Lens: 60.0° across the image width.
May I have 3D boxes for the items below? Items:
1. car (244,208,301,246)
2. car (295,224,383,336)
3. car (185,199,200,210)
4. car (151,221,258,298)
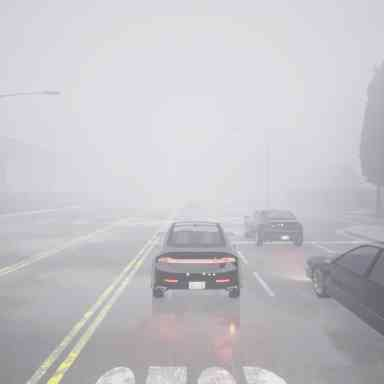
[{"bbox_3d":[3.576,1.505,15.199,1.837,1.490,4.892,0,0,0],"label":"car"},{"bbox_3d":[3.592,1.547,5.452,2.033,1.411,5.357,0,0,0],"label":"car"},{"bbox_3d":[0.029,1.601,43.706,1.895,1.301,4.718,0,0,0],"label":"car"},{"bbox_3d":[0.087,1.492,8.500,2.128,1.511,4.902,0,0,0],"label":"car"}]
